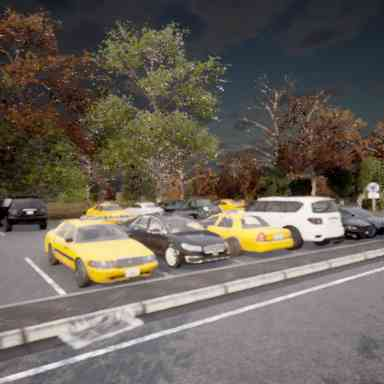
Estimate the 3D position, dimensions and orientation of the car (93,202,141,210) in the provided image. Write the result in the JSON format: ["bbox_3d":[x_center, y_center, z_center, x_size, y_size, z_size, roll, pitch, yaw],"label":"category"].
[{"bbox_3d":[-5.874,1.477,23.649,1.946,1.575,5.366,0,0,-35],"label":"car"}]

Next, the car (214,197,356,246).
[{"bbox_3d":[3.794,1.228,14.723,2.435,2.045,5.566,0,0,-35],"label":"car"}]

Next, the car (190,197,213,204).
[{"bbox_3d":[0.691,1.335,28.543,2.185,1.767,4.553,0,0,-35],"label":"car"}]

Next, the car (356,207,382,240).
[{"bbox_3d":[6.077,1.472,16.305,2.097,1.535,5.008,0,0,-35],"label":"car"}]

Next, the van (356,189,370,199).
[{"bbox_3d":[25.030,0.381,45.837,1.878,1.987,4.442,-1,1,-35],"label":"van"}]

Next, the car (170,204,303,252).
[{"bbox_3d":[1.435,1.483,13.252,1.946,1.575,5.366,0,0,-35],"label":"car"}]

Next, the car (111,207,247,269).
[{"bbox_3d":[-0.731,1.493,11.505,2.231,1.521,4.892,0,0,-35],"label":"car"}]

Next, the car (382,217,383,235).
[{"bbox_3d":[8.365,1.496,17.876,2.163,1.488,4.792,0,0,-35],"label":"car"}]

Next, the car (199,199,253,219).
[{"bbox_3d":[2.977,1.454,30.111,2.097,1.535,5.008,0,0,-35],"label":"car"}]

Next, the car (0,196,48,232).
[{"bbox_3d":[-10.525,1.241,20.631,2.435,2.045,5.566,0,0,-35],"label":"car"}]

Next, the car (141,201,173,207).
[{"bbox_3d":[-3.715,1.513,25.395,2.002,1.452,4.674,0,0,-35],"label":"car"}]

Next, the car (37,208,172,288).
[{"bbox_3d":[-2.888,1.496,9.749,1.946,1.575,5.366,0,0,-35],"label":"car"}]

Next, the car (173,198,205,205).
[{"bbox_3d":[-1.436,1.496,26.969,2.163,1.488,4.792,0,0,-35],"label":"car"}]
